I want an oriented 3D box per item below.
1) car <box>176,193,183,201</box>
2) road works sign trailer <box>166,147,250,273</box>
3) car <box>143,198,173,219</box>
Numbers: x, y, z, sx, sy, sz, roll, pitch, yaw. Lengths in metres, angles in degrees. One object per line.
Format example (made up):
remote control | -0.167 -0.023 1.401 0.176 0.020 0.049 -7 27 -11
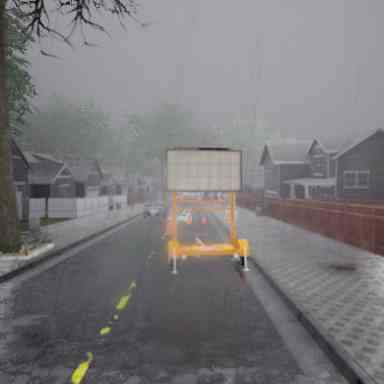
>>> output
car | -2.827 1.059 67.675 2.097 1.767 4.553 0 0 0
road works sign trailer | 0.351 0.399 10.503 2.380 3.560 2.880 0 0 -7
car | -2.874 1.337 27.357 2.128 1.511 4.902 0 0 0
